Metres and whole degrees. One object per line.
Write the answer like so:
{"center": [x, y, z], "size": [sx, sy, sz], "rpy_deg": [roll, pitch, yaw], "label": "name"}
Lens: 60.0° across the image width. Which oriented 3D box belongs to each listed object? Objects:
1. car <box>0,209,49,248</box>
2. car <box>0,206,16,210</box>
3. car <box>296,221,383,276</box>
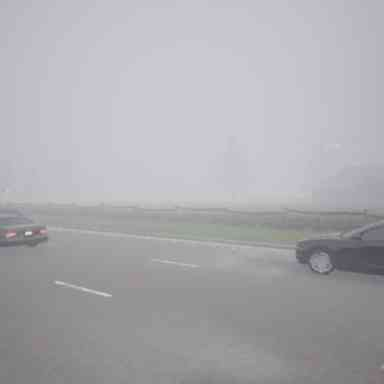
{"center": [-8.305, 1.643, 14.206], "size": [5.357, 1.411, 2.033], "rpy_deg": [0, 0, 35], "label": "car"}
{"center": [-13.025, 1.655, 21.867], "size": [4.892, 1.490, 1.837], "rpy_deg": [0, 0, 35], "label": "car"}
{"center": [5.323, 1.483, 8.793], "size": [5.008, 1.535, 1.882], "rpy_deg": [0, 0, 35], "label": "car"}
